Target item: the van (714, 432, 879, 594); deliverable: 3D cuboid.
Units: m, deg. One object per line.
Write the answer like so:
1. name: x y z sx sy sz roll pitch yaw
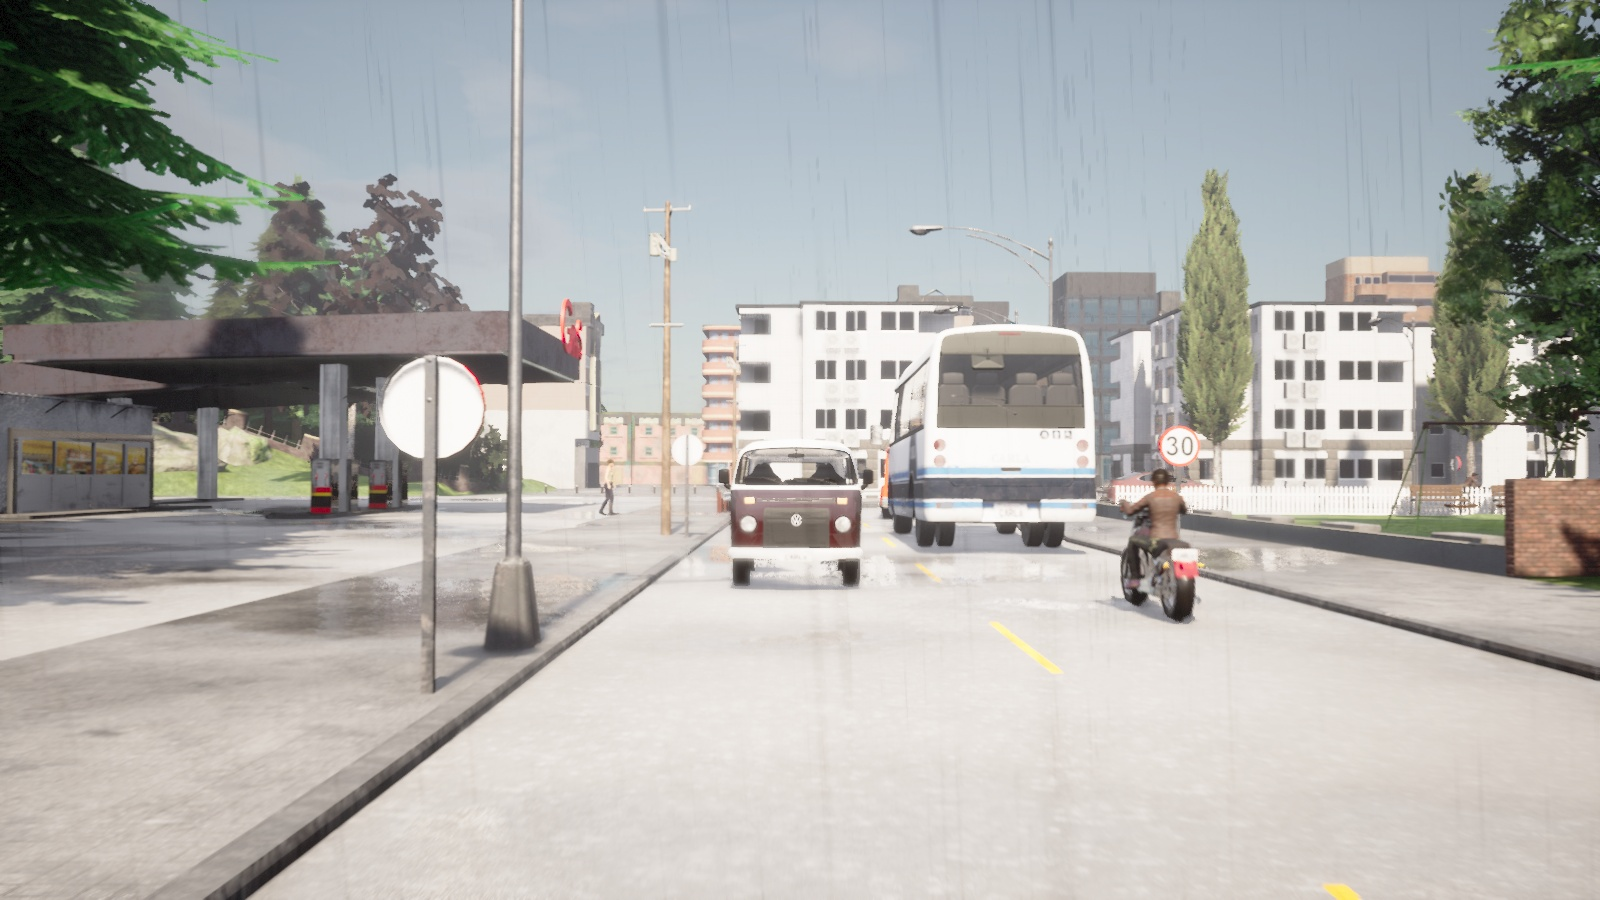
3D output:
1. van: -0.050 0.847 18.084 2.069 2.038 4.480 0 -1 0

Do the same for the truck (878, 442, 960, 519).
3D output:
1. truck: 4.139 1.045 43.321 2.627 2.467 5.204 -1 -1 6

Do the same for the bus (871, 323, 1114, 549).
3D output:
1. bus: 3.916 -0.090 28.847 3.944 4.253 10.273 0 -2 0

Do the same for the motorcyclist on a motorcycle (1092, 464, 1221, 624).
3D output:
1. motorcyclist on a motorcycle: 3.962 0.989 14.161 0.766 1.649 2.350 0 -1 0

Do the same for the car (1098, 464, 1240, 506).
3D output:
1. car: 14.808 1.389 50.553 5.027 1.651 2.152 0 -1 -3

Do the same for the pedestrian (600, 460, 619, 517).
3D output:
1. pedestrian: -6.201 1.242 40.896 0.594 1.836 0.345 0 -1 -3
